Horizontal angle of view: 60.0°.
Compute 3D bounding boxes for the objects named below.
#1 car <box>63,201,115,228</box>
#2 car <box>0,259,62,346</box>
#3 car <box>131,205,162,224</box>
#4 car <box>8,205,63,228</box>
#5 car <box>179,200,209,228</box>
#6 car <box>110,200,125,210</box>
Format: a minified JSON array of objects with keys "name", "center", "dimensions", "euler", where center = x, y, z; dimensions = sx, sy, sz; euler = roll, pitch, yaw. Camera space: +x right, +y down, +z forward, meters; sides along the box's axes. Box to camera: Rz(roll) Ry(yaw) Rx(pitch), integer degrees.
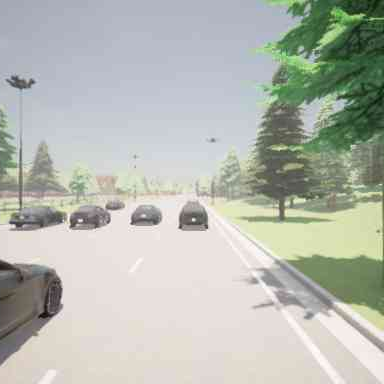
[{"name":"car","center":[-6.897,1.609,22.840],"dimensions":[1.812,1.442,4.674],"euler":[0,0,0]},{"name":"car","center":[-3.399,1.542,4.477],"dimensions":[1.812,1.442,4.674],"euler":[0,0,0]},{"name":"car","center":[-3.398,1.656,25.383],"dimensions":[1.994,1.385,4.181],"euler":[0,0,0]},{"name":"car","center":[-10.398,1.630,22.868],"dimensions":[2.033,1.411,5.357],"euler":[0,0,0]},{"name":"car","center":[0.102,1.560,22.750],"dimensions":[1.882,1.535,5.008],"euler":[0,0,0]},{"name":"car","center":[-10.396,1.728,45.266],"dimensions":[1.994,1.385,4.181],"euler":[0,0,0]}]
